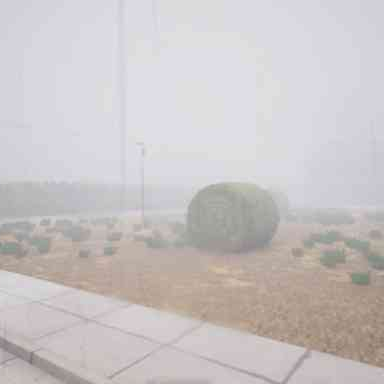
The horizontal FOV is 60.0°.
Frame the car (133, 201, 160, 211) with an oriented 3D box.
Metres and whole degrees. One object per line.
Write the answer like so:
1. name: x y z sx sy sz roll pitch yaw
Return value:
1. car: -6.427 1.943 47.034 1.994 1.385 4.181 -1 0 33
